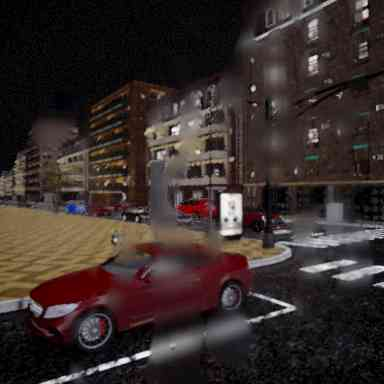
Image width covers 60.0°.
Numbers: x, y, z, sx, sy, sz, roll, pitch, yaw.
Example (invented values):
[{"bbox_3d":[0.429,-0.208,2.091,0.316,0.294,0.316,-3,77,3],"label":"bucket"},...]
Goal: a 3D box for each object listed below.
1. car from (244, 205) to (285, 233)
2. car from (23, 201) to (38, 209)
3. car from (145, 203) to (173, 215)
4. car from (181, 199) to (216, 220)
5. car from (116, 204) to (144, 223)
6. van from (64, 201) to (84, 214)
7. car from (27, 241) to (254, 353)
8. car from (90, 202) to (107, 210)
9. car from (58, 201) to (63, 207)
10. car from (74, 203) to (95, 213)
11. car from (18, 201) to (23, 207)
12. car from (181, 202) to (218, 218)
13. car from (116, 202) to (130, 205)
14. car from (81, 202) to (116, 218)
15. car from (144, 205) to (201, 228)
[{"bbox_3d":[4.103,1.685,22.689,2.097,1.767,4.553,0,-1,-36],"label":"car"},{"bbox_3d":[-34.180,2.788,71.115,2.008,1.369,4.403,-1,0,-36],"label":"car"},{"bbox_3d":[-4.462,2.237,44.502,1.802,1.307,4.206,-1,0,-36],"label":"car"},{"bbox_3d":[0.348,1.707,33.342,2.150,2.045,5.566,0,-1,-36],"label":"car"},{"bbox_3d":[-4.885,2.055,30.443,2.008,1.369,4.403,-1,0,-36],"label":"car"},{"bbox_3d":[-15.886,2.121,45.802,1.690,1.788,3.998,-1,0,-36],"label":"van"},{"bbox_3d":[-0.672,1.600,6.088,4.206,1.307,1.802,0,-1,-35],"label":"car"},{"bbox_3d":[-17.591,2.563,62.497,1.802,1.307,4.206,-1,0,-36],"label":"car"},{"bbox_3d":[-30.658,2.873,80.539,1.947,1.339,4.313,-1,0,-36],"label":"car"},{"bbox_3d":[-16.711,2.419,51.595,1.994,1.385,4.181,0,-1,-36],"label":"car"},{"bbox_3d":[-40.713,2.946,80.136,1.887,1.381,4.507,-1,0,-36],"label":"car"},{"bbox_3d":[0.798,1.965,37.321,1.967,1.590,4.097,-1,0,-36],"label":"car"},{"bbox_3d":[-11.058,2.258,53.479,1.967,1.590,4.097,-1,0,-36],"label":"car"},{"bbox_3d":[-10.966,2.201,38.917,1.887,1.381,4.507,-1,0,-36],"label":"car"},{"bbox_3d":[-1.619,1.974,25.932,2.008,1.369,4.403,-1,0,-36],"label":"car"}]
